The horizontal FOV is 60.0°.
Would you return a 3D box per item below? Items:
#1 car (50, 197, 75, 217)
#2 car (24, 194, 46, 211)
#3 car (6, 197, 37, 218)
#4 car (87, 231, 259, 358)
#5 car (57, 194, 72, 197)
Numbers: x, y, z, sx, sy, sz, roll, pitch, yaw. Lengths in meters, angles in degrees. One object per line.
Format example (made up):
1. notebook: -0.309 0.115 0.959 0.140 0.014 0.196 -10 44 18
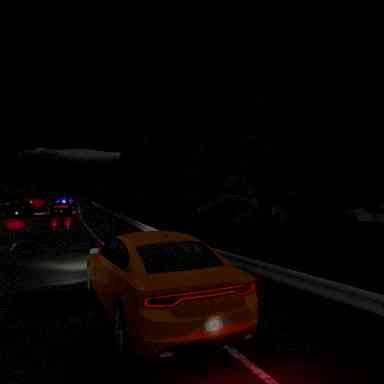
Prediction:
1. car: -12.283 1.492 31.451 2.128 1.511 4.902 0 0 -19
2. car: -18.930 1.221 39.846 2.150 2.045 5.566 0 0 -19
3. car: -15.424 1.505 29.973 1.837 1.490 4.892 0 0 -20
4. car: -0.780 1.478 6.321 1.882 1.535 5.008 0 0 -25
5. car: -15.795 1.221 41.321 2.150 2.045 5.566 0 0 -19
